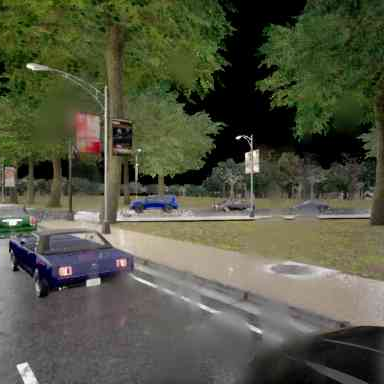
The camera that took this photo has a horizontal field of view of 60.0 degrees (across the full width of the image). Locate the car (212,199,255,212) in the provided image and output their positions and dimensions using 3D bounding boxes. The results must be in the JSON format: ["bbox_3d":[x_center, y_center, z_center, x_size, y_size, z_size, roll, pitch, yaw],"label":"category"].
[{"bbox_3d":[5.324,1.677,40.697,4.902,1.511,2.128,0,0,-14],"label":"car"}]

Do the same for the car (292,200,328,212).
[{"bbox_3d":[15.325,1.774,43.258,4.674,1.442,1.812,0,0,-14],"label":"car"}]

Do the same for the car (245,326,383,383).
[{"bbox_3d":[2.357,1.478,1.241,1.882,1.535,5.008,0,0,-38],"label":"car"}]

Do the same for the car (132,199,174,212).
[{"bbox_3d":[-4.879,1.622,41.432,4.902,1.511,2.128,0,0,-14],"label":"car"}]

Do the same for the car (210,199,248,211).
[{"bbox_3d":[4.906,1.713,43.943,4.674,1.442,1.812,0,0,-14],"label":"car"}]

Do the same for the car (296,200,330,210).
[{"bbox_3d":[17.089,1.829,47.054,4.181,1.385,1.994,0,0,-14],"label":"car"}]

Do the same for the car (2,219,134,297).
[{"bbox_3d":[-3.420,1.601,8.710,1.895,1.301,4.718,0,0,-38],"label":"car"}]

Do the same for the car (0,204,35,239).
[{"bbox_3d":[-8.915,1.352,15.824,2.097,1.767,4.553,0,0,-38],"label":"car"}]

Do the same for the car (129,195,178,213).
[{"bbox_3d":[-4.364,1.352,38.212,5.566,2.045,2.150,0,0,-14],"label":"car"}]
